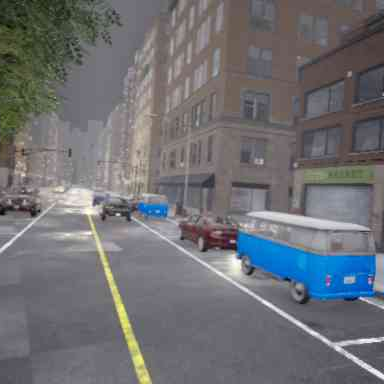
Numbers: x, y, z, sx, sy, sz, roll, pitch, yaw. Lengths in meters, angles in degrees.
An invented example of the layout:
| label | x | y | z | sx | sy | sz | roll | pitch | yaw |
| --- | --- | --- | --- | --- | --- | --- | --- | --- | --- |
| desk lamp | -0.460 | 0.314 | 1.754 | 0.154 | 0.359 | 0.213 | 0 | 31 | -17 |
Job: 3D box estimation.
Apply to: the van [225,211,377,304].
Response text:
| label | x | y | z | sx | sy | sz | roll | pitch | yaw |
| --- | --- | --- | --- | --- | --- | --- | --- | --- | --- |
| van | 2.563 | 1.481 | 8.389 | 1.690 | 1.788 | 3.998 | 4 | 0 | -19 |

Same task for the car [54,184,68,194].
| label | x | y | z | sx | sy | sz | roll | pitch | yaw |
| --- | --- | --- | --- | --- | --- | --- | --- | --- | --- |
| car | -25.045 | -0.405 | 62.817 | 1.752 | 1.417 | 4.829 | 4 | 0 | -19 |

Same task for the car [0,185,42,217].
| label | x | y | z | sx | sy | sz | roll | pitch | yaw |
| --- | --- | --- | --- | --- | --- | --- | --- | --- | --- |
| car | -10.960 | 0.504 | 21.650 | 2.192 | 1.841 | 5.009 | 4 | 0 | -19 |

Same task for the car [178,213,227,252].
| label | x | y | z | sx | sy | sz | roll | pitch | yaw |
| --- | --- | --- | --- | --- | --- | --- | --- | --- | --- |
| car | 0.719 | 1.543 | 13.745 | 1.887 | 1.381 | 4.507 | 4 | 0 | -19 |

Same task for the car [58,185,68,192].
| label | x | y | z | sx | sy | sz | roll | pitch | yaw |
| --- | --- | --- | --- | --- | --- | --- | --- | --- | --- |
| car | -30.389 | -0.803 | 78.446 | 1.887 | 1.381 | 4.507 | 4 | 0 | -19 |

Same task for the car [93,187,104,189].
| label | x | y | z | sx | sy | sz | roll | pitch | yaw |
| --- | --- | --- | --- | --- | --- | --- | --- | --- | --- |
| car | -22.347 | -0.383 | 81.244 | 1.967 | 1.590 | 4.097 | 4 | 0 | -19 |

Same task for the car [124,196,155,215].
| label | x | y | z | sx | sy | sz | roll | pitch | yaw |
| --- | --- | --- | --- | --- | --- | --- | --- | --- | --- |
| car | -4.773 | 1.135 | 29.808 | 1.947 | 1.339 | 4.313 | 4 | 0 | -19 |

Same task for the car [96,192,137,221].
| label | x | y | z | sx | sy | sz | roll | pitch | yaw |
| --- | --- | --- | --- | --- | --- | --- | --- | --- | --- |
| car | -5.264 | 1.071 | 22.606 | 1.837 | 1.490 | 4.892 | 4 | 0 | -19 |

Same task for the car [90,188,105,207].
| label | x | y | z | sx | sy | sz | roll | pitch | yaw |
| --- | --- | --- | --- | --- | --- | --- | --- | --- | --- |
| car | -9.243 | 0.730 | 34.189 | 1.882 | 1.535 | 5.008 | 4 | 0 | -18 |

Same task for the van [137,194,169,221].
| label | x | y | z | sx | sy | sz | roll | pitch | yaw |
| --- | --- | --- | --- | --- | --- | --- | --- | --- | --- |
| van | -2.928 | 1.055 | 24.453 | 1.690 | 1.788 | 3.998 | 4 | 0 | -19 |

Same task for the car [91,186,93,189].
| label | x | y | z | sx | sy | sz | roll | pitch | yaw |
| --- | --- | --- | --- | --- | --- | --- | --- | --- | --- |
| car | -25.877 | -0.544 | 91.553 | 2.008 | 1.369 | 4.403 | 4 | 0 | -19 |
